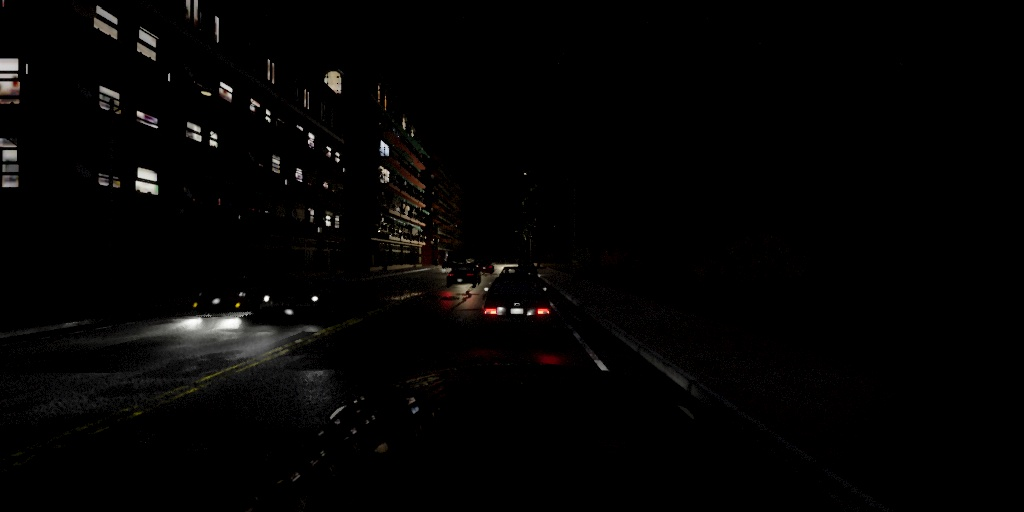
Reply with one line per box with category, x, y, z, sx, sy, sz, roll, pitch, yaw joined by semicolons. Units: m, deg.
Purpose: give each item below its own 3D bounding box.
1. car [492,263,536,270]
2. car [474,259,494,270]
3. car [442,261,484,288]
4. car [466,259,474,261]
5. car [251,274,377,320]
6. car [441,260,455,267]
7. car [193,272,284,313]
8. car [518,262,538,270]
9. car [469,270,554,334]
car;0.112;1.300;20.988;2.033;1.411;5.357;0;0;0
car;-3.122;1.317;42.325;1.994;1.385;4.181;0;0;0
car;-3.137;1.279;23.856;1.812;1.442;4.674;0;0;0
car;-6.551;1.243;56.631;2.128;1.511;4.902;0;0;0
car;-6.592;1.352;12.825;1.895;1.301;4.718;0;0;0
car;-9.802;1.299;56.753;2.033;1.411;5.357;0;0;0
car;-9.842;1.316;13.918;1.994;1.385;4.181;0;0;0
car;1.157;1.259;30.756;1.837;1.490;4.892;0;0;0
car;0.107;1.299;10.627;2.033;1.411;5.357;0;0;0
